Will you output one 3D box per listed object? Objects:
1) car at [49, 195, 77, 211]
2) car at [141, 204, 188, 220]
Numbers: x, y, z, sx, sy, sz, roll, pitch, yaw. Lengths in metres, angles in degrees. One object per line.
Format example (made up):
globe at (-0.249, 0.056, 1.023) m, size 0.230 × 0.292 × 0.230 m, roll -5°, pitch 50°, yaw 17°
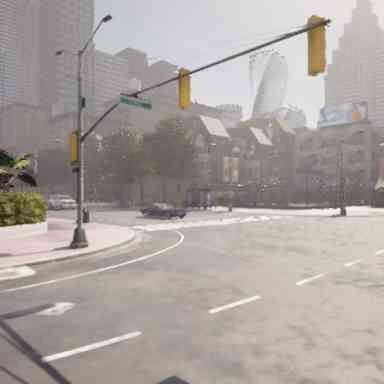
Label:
car at (-17.762, 1.451, 45.689) m, size 2.150 × 2.045 × 5.566 m, roll 0°, pitch -1°, yaw -44°
car at (-2.582, 1.758, 30.338) m, size 1.895 × 1.301 × 4.718 m, roll 0°, pitch 0°, yaw -44°
